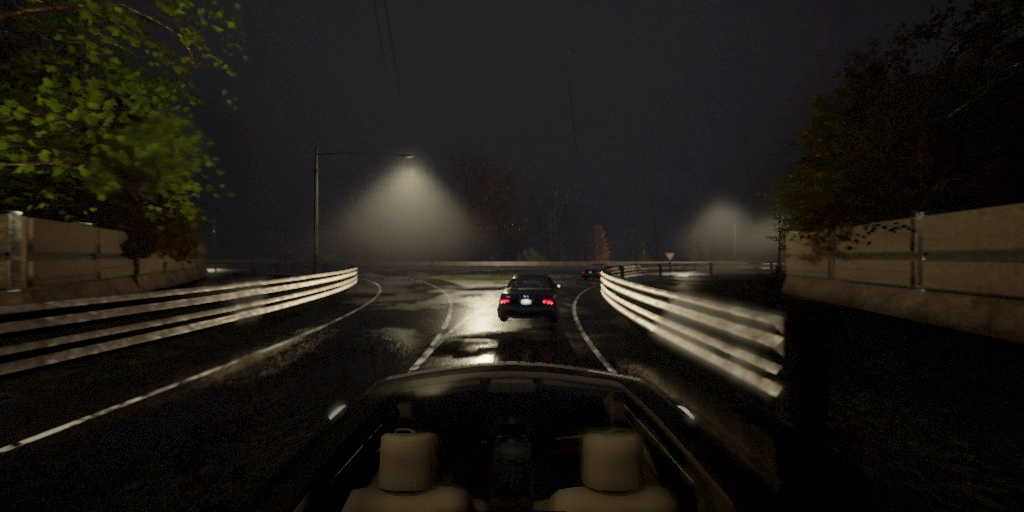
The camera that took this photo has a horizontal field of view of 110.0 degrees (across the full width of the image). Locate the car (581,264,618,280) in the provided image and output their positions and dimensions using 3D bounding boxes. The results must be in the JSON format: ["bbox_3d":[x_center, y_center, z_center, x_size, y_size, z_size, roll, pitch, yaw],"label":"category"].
[{"bbox_3d":[7.820,1.400,31.634,2.033,1.411,5.357,0,0,33],"label":"car"}]

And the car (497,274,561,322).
[{"bbox_3d":[0.697,1.335,12.495,2.033,1.411,5.357,0,0,7],"label":"car"}]
